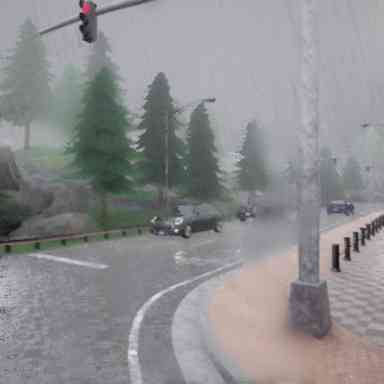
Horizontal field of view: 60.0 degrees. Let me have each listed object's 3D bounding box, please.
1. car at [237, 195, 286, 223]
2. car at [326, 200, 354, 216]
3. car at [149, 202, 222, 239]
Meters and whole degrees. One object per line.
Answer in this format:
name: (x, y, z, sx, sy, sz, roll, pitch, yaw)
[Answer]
car: (5.640, 1.266, 26.396, 2.150, 2.045, 5.566, 0, 0, 35)
car: (14.842, 1.513, 33.180, 1.882, 1.535, 5.008, 0, 0, 35)
car: (-0.229, 1.395, 17.962, 2.097, 1.767, 4.553, 0, 0, 35)
